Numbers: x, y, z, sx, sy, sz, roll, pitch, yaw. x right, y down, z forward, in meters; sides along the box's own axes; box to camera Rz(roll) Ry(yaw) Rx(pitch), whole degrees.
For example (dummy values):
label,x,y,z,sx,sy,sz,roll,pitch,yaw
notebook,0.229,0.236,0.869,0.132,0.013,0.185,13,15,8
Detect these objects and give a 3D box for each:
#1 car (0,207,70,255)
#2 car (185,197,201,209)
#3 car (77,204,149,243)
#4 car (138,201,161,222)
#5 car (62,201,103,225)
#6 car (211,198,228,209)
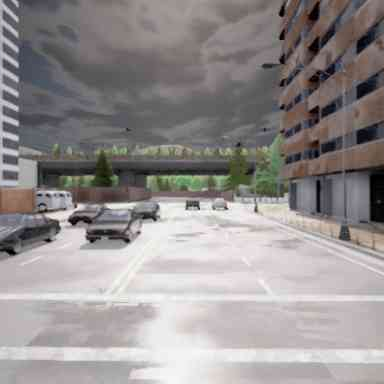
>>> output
label,x,y,z,sx,sy,sz,roll,pitch,yaw
car,-7.098,1.539,13.504,2.033,1.411,5.357,0,0,0
car,0.104,1.478,44.214,1.837,1.490,4.892,0,0,0
car,-3.597,1.537,16.374,2.033,1.411,5.357,0,0,0
car,-3.577,1.460,26.651,1.882,1.535,5.008,0,0,0
car,-7.087,1.532,23.857,2.033,1.411,5.357,0,0,0
car,3.561,1.497,43.537,1.812,1.442,4.674,0,0,0
